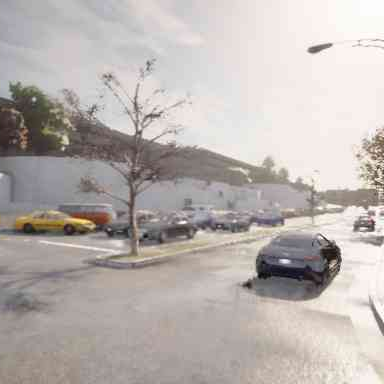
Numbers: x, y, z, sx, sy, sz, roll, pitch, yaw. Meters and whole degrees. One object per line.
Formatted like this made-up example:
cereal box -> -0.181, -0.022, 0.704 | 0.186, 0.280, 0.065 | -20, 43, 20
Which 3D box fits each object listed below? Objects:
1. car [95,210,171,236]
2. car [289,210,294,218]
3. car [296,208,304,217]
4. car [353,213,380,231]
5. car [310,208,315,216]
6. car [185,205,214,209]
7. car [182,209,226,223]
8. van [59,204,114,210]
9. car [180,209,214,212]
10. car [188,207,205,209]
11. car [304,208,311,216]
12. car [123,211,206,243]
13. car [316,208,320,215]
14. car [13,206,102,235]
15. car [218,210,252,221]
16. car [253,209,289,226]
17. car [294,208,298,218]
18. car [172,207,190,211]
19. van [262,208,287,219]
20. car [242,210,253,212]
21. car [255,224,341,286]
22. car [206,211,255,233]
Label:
car -> -3.666, 2.114, 21.885 | 1.837, 1.490, 4.892 | 0, -2, 31
car -> 16.968, 4.412, 65.479 | 4.674, 1.452, 2.002 | 0, -2, 11
car -> 20.243, 4.637, 70.553 | 5.366, 1.575, 1.946 | 0, -3, 11
car -> 17.845, 3.204, 34.378 | 2.033, 1.411, 5.357 | 0, -3, 31
car -> 26.221, 4.864, 80.793 | 5.566, 2.045, 2.435 | 0, -2, 11
car -> -0.062, 2.510, 37.477 | 5.566, 2.045, 2.435 | 0, -2, 11
car -> 1.503, 2.903, 40.020 | 4.892, 1.521, 2.231 | 0, -3, 11
van -> -7.645, 1.867, 24.719 | 4.442, 1.987, 1.878 | 0, -3, 11
car -> 1.141, 2.545, 29.764 | 1.812, 1.442, 4.674 | 0, -2, 32
car -> -1.585, 2.624, 34.923 | 5.008, 1.535, 2.097 | 0, -3, 11
car -> 24.703, 5.041, 78.228 | 4.674, 1.452, 2.002 | 0, -2, 11
car -> -1.443, 2.084, 19.774 | 2.128, 1.511, 4.902 | 0, -2, 31
car -> 29.374, 5.082, 85.889 | 5.566, 2.045, 2.435 | 0, -2, 11
car -> -9.128, 1.958, 22.150 | 5.366, 1.575, 1.946 | 0, -3, 11
car -> 6.146, 3.375, 47.646 | 4.674, 1.452, 2.002 | 0, -2, 11
car -> 8.659, 2.950, 36.342 | 1.882, 1.535, 5.008 | 0, -2, 32
car -> 18.481, 4.539, 68.034 | 4.792, 1.488, 2.163 | 0, -2, 11
car -> -3.122, 2.490, 32.367 | 4.892, 1.521, 2.231 | 0, -2, 11
van -> 15.541, 4.010, 62.933 | 4.442, 1.987, 1.878 | 0, -3, 11
car -> 6.515, 3.044, 38.573 | 2.033, 1.411, 5.357 | 0, -3, 32
car -> 3.592, 1.970, 10.855 | 1.994, 1.385, 4.181 | 0, -2, 31
car -> 3.196, 2.553, 27.380 | 1.994, 1.385, 4.181 | 0, -2, 33
